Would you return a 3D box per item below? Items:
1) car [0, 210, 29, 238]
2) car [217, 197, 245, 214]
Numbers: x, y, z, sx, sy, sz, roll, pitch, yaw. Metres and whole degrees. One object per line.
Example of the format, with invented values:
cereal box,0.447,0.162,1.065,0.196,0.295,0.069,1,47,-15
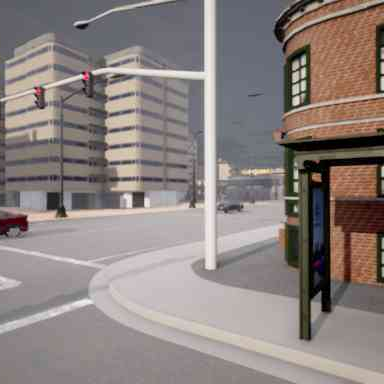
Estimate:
car,-10.475,1.553,15.916,1.882,1.535,5.008,0,0,35
car,3.898,1.542,36.326,2.033,1.411,5.357,0,0,35
